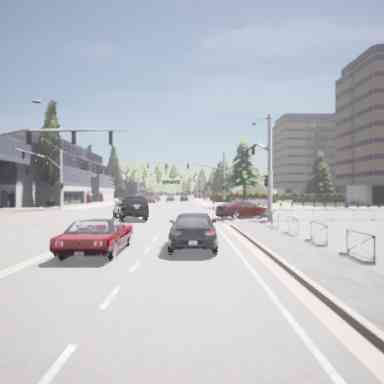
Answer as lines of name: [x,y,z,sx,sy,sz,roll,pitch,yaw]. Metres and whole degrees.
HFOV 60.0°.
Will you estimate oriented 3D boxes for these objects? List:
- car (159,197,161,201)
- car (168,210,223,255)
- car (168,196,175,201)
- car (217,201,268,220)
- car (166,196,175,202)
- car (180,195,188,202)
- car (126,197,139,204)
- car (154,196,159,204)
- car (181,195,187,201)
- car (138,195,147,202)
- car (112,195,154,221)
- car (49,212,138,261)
car: [-8.992,1.675,84.296,1.994,1.385,4.181,0,0,-1]
car: [0.033,1.553,13.415,1.812,1.442,4.674,0,0,0]
car: [-5.718,1.696,93.001,1.895,1.301,4.718,0,0,-1]
car: [4.470,1.536,28.912,5.008,1.535,1.882,0,-2,-29]
car: [-5.440,1.700,82.368,2.033,1.411,5.357,0,0,-1]
car: [-1.957,1.516,83.056,2.097,1.767,4.553,0,0,-1]
car: [-12.060,1.732,67.690,1.895,1.301,4.718,0,0,-1]
car: [-8.566,1.492,67.921,2.097,1.767,4.553,0,0,-1]
car: [-2.218,1.625,93.061,1.812,1.442,4.674,0,0,-1]
car: [-12.490,1.625,84.177,1.837,1.490,4.892,0,0,-1]
car: [-5.178,1.280,27.724,2.150,2.045,5.566,1,0,-22]
car: [-3.466,1.626,12.453,1.895,1.301,4.718,0,0,0]
